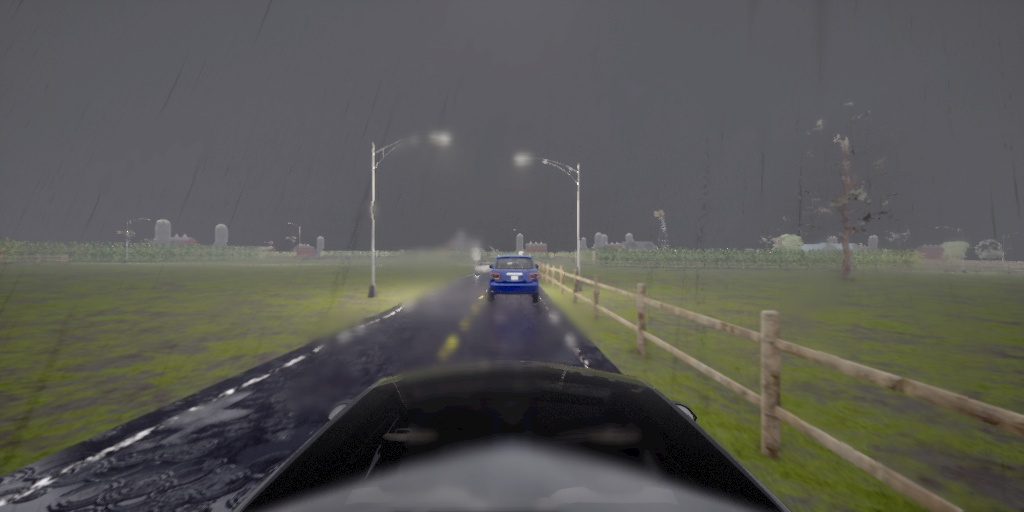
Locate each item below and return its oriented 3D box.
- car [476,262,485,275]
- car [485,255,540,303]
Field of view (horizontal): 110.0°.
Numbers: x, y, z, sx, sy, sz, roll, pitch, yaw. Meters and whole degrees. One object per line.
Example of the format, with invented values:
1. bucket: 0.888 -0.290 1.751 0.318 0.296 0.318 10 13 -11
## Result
1. car: -2.836 1.330 39.006 1.895 1.301 4.718 0 0 0
2. car: 0.102 0.968 16.920 2.150 2.045 5.566 0 0 0
